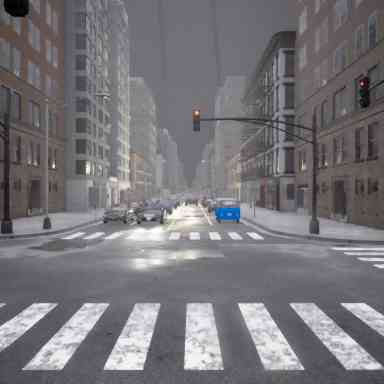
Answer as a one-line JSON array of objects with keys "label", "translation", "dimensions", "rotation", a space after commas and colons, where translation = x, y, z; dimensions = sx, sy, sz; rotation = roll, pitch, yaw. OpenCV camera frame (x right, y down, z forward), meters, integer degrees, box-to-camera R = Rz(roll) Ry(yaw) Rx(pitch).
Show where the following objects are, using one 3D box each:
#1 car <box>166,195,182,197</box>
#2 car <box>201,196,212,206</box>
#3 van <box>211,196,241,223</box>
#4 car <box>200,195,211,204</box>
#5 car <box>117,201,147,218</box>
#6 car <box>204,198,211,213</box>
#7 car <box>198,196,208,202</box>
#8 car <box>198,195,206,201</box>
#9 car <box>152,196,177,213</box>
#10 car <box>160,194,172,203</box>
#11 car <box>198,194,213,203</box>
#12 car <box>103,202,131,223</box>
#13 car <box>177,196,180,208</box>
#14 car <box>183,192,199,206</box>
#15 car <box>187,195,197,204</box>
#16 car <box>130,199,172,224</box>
[{"label": "car", "translation": [-2.882, 1.554, 53.150], "dimensions": [1.994, 1.385, 4.181], "rotation": [0, 0, 1]}, {"label": "car", "translation": [2.569, 1.576, 47.653], "dimensions": [1.802, 1.307, 4.206], "rotation": [0, 0, 0]}, {"label": "van", "translation": [2.601, 1.340, 24.927], "dimensions": [1.690, 1.788, 3.998], "rotation": [0, 0, 0]}, {"label": "car", "translation": [2.545, 1.421, 64.696], "dimensions": [1.967, 1.590, 4.097], "rotation": [0, 0, 0]}, {"label": "car", "translation": [-5.432, 1.543, 30.589], "dimensions": [1.887, 1.381, 4.507], "rotation": [0, 0, 0]}, {"label": "car", "translation": [2.585, 1.580, 36.290], "dimensions": [1.802, 1.307, 4.206], "rotation": [0, 0, 0]}, {"label": "car", "translation": [2.529, 1.524, 76.059], "dimensions": [2.008, 1.369, 4.403], "rotation": [0, 0, 0]}, {"label": "car", "translation": [2.513, 1.530, 87.421], "dimensions": [1.947, 1.339, 4.313], "rotation": [0, 0, 0]}, {"label": "car", "translation": [-2.899, 1.476, 33.902], "dimensions": [1.882, 1.535, 5.008], "rotation": [0, 0, 0]}, {"label": "car", "translation": [-5.488, 1.292, 70.362], "dimensions": [2.192, 1.841, 5.009], "rotation": [0, 0, 0]}, {"label": "car", "translation": [2.561, 1.305, 53.334], "dimensions": [2.192, 1.841, 5.009], "rotation": [0, 0, 0]}, {"label": "car", "translation": [-5.424, 1.549, 24.907], "dimensions": [2.008, 1.369, 4.403], "rotation": [0, 0, 0]}, {"label": "car", "translation": [-2.909, 1.560, 43.127], "dimensions": [1.994, 1.385, 4.181], "rotation": [0, 0, 0]}, {"label": "car", "translation": [-0.079, 1.340, 55.023], "dimensions": [2.097, 1.767, 4.553], "rotation": [0, 0, 0]}, {"label": "car", "translation": [-0.093, 1.459, 65.055], "dimensions": [1.882, 1.535, 5.008], "rotation": [0, 0, 0]}, {"label": "car", "translation": [-2.872, 1.490, 24.459], "dimensions": [2.128, 1.511, 4.902], "rotation": [0, 0, -1]}]
